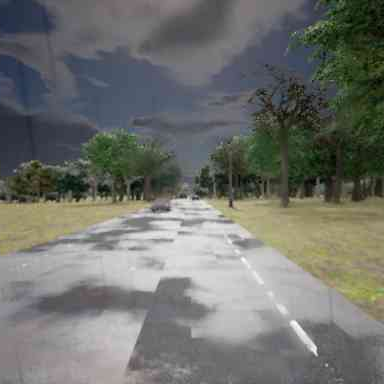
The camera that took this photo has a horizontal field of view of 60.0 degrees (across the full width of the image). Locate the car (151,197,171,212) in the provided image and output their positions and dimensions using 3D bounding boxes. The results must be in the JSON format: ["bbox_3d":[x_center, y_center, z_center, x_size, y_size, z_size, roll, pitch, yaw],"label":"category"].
[{"bbox_3d":[-3.588,1.438,39.400,2.097,1.767,4.553,0,0,0],"label":"car"}]

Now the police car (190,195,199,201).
[{"bbox_3d":[1.052,1.591,90.199,1.930,1.638,5.238,0,0,0],"label":"police car"}]
